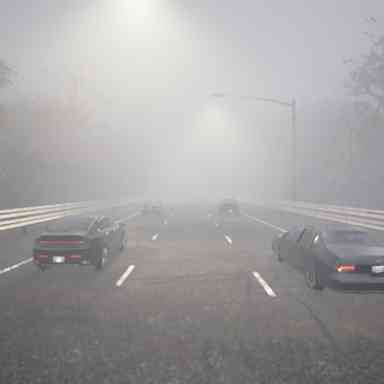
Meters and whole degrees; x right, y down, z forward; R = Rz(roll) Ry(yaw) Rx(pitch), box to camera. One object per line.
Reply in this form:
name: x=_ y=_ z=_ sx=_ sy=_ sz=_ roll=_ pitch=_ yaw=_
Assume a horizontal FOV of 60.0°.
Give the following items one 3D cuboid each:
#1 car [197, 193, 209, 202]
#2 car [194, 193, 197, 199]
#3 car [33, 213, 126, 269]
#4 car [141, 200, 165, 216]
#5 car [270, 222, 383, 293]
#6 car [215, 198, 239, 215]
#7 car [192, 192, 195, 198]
car: x=2.560 y=1.261 z=69.432 sx=1.812 sy=1.442 sz=4.674 roll=0 pitch=0 yaw=-2
car: x=2.237 y=1.288 z=80.495 sx=1.895 sy=1.301 sz=4.718 roll=0 pitch=0 yaw=-2
car: x=-3.431 y=1.468 z=10.961 sx=1.837 sy=1.490 sz=4.892 roll=0 pitch=0 yaw=0
car: x=-3.595 y=1.437 z=31.099 sx=2.033 sy=1.411 sz=5.357 roll=0 pitch=0 yaw=-1
car: x=3.580 y=1.517 z=8.889 sx=2.033 sy=1.411 sz=5.357 roll=0 pitch=0 yaw=0
car: x=3.390 y=1.390 z=32.045 sx=1.837 sy=1.490 sz=4.892 roll=0 pitch=0 yaw=-1
car: x=1.869 y=1.142 z=91.526 sx=2.163 sy=1.488 sz=4.792 roll=0 pitch=0 yaw=-2
